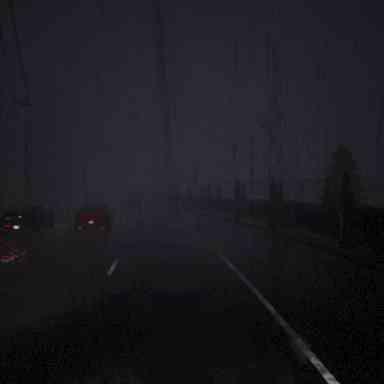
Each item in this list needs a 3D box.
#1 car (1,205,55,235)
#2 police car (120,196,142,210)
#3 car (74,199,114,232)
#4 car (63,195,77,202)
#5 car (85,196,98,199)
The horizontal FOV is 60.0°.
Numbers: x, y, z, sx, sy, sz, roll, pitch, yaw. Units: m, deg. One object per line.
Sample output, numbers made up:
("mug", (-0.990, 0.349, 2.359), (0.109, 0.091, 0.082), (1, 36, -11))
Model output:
("car", (-9.114, 1.476, 18.775), (1.837, 1.490, 4.892), (0, 0, -11))
("police car", (-7.660, 1.310, 41.403), (1.930, 1.638, 5.238), (0, 0, -23))
("car", (-5.752, 1.432, 19.805), (1.882, 1.535, 5.008), (0, 0, -11))
("car", (-25.403, 1.345, 68.953), (1.895, 1.301, 4.718), (-1, 0, -34))
("car", (-17.095, 1.443, 56.577), (1.994, 1.385, 4.181), (-1, 0, -34))
